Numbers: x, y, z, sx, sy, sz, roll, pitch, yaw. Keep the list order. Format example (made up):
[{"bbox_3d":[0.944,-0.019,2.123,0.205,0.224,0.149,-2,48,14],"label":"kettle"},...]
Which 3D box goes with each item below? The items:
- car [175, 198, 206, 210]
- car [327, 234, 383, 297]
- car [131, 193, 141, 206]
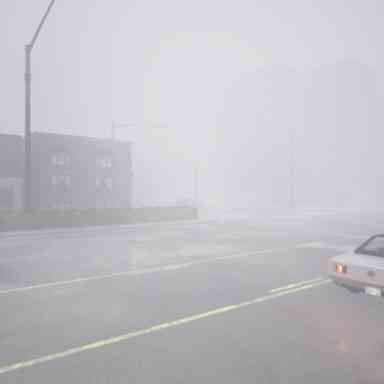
[{"bbox_3d":[-0.261,1.497,41.666,1.837,1.490,4.892,0,0,-38],"label":"car"},{"bbox_3d":[5.239,1.598,7.614,4.718,1.301,1.895,0,0,-36],"label":"car"},{"bbox_3d":[-10.479,1.211,54.985,2.150,2.045,5.566,0,0,-37],"label":"car"}]
